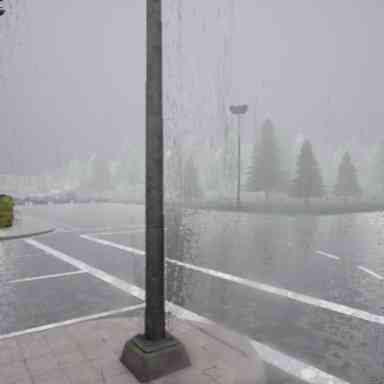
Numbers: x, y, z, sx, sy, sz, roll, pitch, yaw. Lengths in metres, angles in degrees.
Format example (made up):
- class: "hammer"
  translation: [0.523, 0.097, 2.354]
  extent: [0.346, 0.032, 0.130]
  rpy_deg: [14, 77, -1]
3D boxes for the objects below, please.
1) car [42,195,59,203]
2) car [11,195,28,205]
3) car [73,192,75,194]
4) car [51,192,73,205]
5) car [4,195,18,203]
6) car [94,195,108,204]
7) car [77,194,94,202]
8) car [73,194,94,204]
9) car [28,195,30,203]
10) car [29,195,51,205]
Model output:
- class: "car"
  translation: [-28.419, 1.326, 66.673]
  extent: [2.033, 1.411, 5.357]
  rpy_deg: [0, 0, -35]
- class: "car"
  translation: [-29.432, 1.541, 55.809]
  extent: [1.994, 1.385, 4.181]
  rpy_deg: [0, 0, -35]
- class: "car"
  translation: [-25.555, 0.999, 68.683]
  extent: [2.150, 2.045, 5.566]
  rpy_deg: [0, 0, -35]
- class: "car"
  translation: [-23.198, 1.305, 59.098]
  extent: [2.097, 1.767, 4.553]
  rpy_deg: [0, 0, -35]
- class: "car"
  translation: [-34.183, 1.362, 62.700]
  extent: [1.994, 1.385, 4.181]
  rpy_deg: [0, 0, -35]
- class: "car"
  translation: [-17.451, 1.435, 63.095]
  extent: [1.837, 1.490, 4.892]
  rpy_deg: [0, 0, -35]
- class: "car"
  translation: [-22.656, 1.288, 70.645]
  extent: [2.128, 1.511, 4.902]
  rpy_deg: [0, 0, -35]
- class: "car"
  translation: [-20.113, 1.542, 60.791]
  extent: [1.895, 1.301, 4.718]
  rpy_deg: [0, 0, -35]
- class: "car"
  translation: [-31.301, 1.323, 64.686]
  extent: [2.128, 1.511, 4.902]
  rpy_deg: [0, 0, -35]
- class: "car"
  translation: [-26.113, 1.566, 57.161]
  extent: [1.895, 1.301, 4.718]
  rpy_deg: [0, 0, -35]
